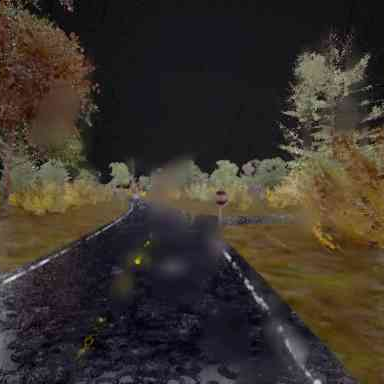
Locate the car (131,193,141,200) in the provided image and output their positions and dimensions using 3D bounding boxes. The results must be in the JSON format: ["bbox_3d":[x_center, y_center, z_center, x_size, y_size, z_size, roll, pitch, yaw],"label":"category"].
[{"bbox_3d":[-12.670,1.065,74.509,2.128,1.511,4.902,0,0,-14],"label":"car"}]
